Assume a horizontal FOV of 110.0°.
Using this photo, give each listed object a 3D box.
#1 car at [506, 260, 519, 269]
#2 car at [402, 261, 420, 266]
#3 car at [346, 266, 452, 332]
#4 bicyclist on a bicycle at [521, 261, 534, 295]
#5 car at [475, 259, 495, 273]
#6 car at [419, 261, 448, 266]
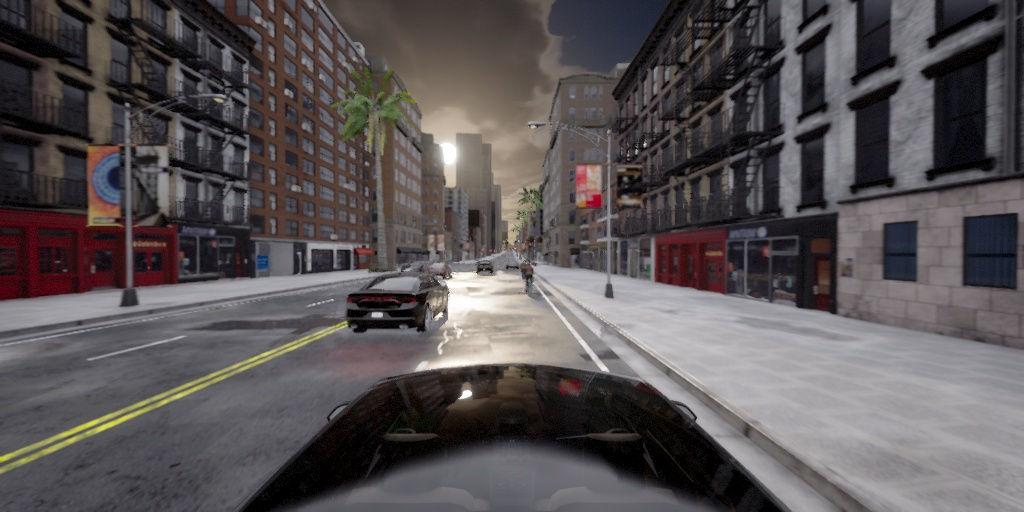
[{"bbox_3d":[0.062,1.366,55.932,1.994,1.385,4.181,0,0,0],"label":"car"},{"bbox_3d":[-9.845,1.250,36.341,2.128,1.511,4.902,0,0,0],"label":"car"},{"bbox_3d":[-3.151,1.223,10.852,1.882,1.535,5.008,0,0,0],"label":"car"},{"bbox_3d":[0.891,1.197,18.540,0.582,1.620,1.656,0,0,0],"label":"bicyclist on a bicycle"},{"bbox_3d":[-3.155,1.274,43.298,1.837,1.490,4.892,0,0,0],"label":"car"},{"bbox_3d":[-6.603,1.278,32.225,1.812,1.442,4.674,0,0,0],"label":"car"}]
